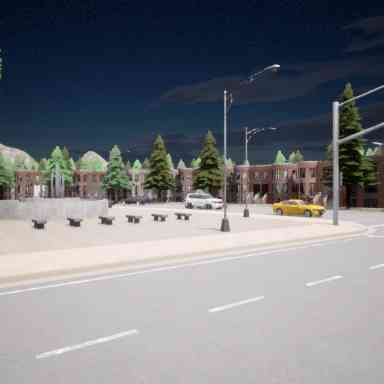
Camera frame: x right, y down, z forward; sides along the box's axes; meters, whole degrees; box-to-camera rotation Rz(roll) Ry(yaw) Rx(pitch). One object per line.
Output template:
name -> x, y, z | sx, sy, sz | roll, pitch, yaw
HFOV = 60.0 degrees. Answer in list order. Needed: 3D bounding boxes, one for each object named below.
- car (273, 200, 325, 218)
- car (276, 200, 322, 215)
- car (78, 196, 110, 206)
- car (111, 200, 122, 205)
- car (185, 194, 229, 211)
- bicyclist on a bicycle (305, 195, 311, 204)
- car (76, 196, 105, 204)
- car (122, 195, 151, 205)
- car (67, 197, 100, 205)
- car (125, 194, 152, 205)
car -> 9.824, 1.478, 30.816 | 1.882, 1.535, 5.008 | 0, 0, -37
car -> 11.143, 1.564, 34.889 | 1.994, 1.385, 4.181 | 0, 0, -37
car -> -16.127, 1.551, 52.415 | 5.357, 1.411, 2.033 | 0, 0, 16
car -> -15.084, 1.547, 55.754 | 5.357, 1.411, 2.033 | 0, 0, 16
car -> 1.515, 1.221, 41.506 | 2.150, 2.045, 5.566 | 0, 0, -45
bicyclist on a bicycle -> 16.257, 1.303, 46.652 | 1.656, 1.620, 0.582 | 0, 0, -37
car -> -19.439, 1.491, 63.892 | 4.902, 1.511, 2.128 | 0, 0, 7
car -> -10.071, 1.505, 57.567 | 4.892, 1.490, 1.837 | 0, 0, 22
car -> -19.742, 1.547, 60.382 | 5.357, 1.411, 2.033 | 0, 0, 9
car -> -9.826, 1.352, 61.188 | 4.553, 1.767, 2.097 | 0, 0, 21
